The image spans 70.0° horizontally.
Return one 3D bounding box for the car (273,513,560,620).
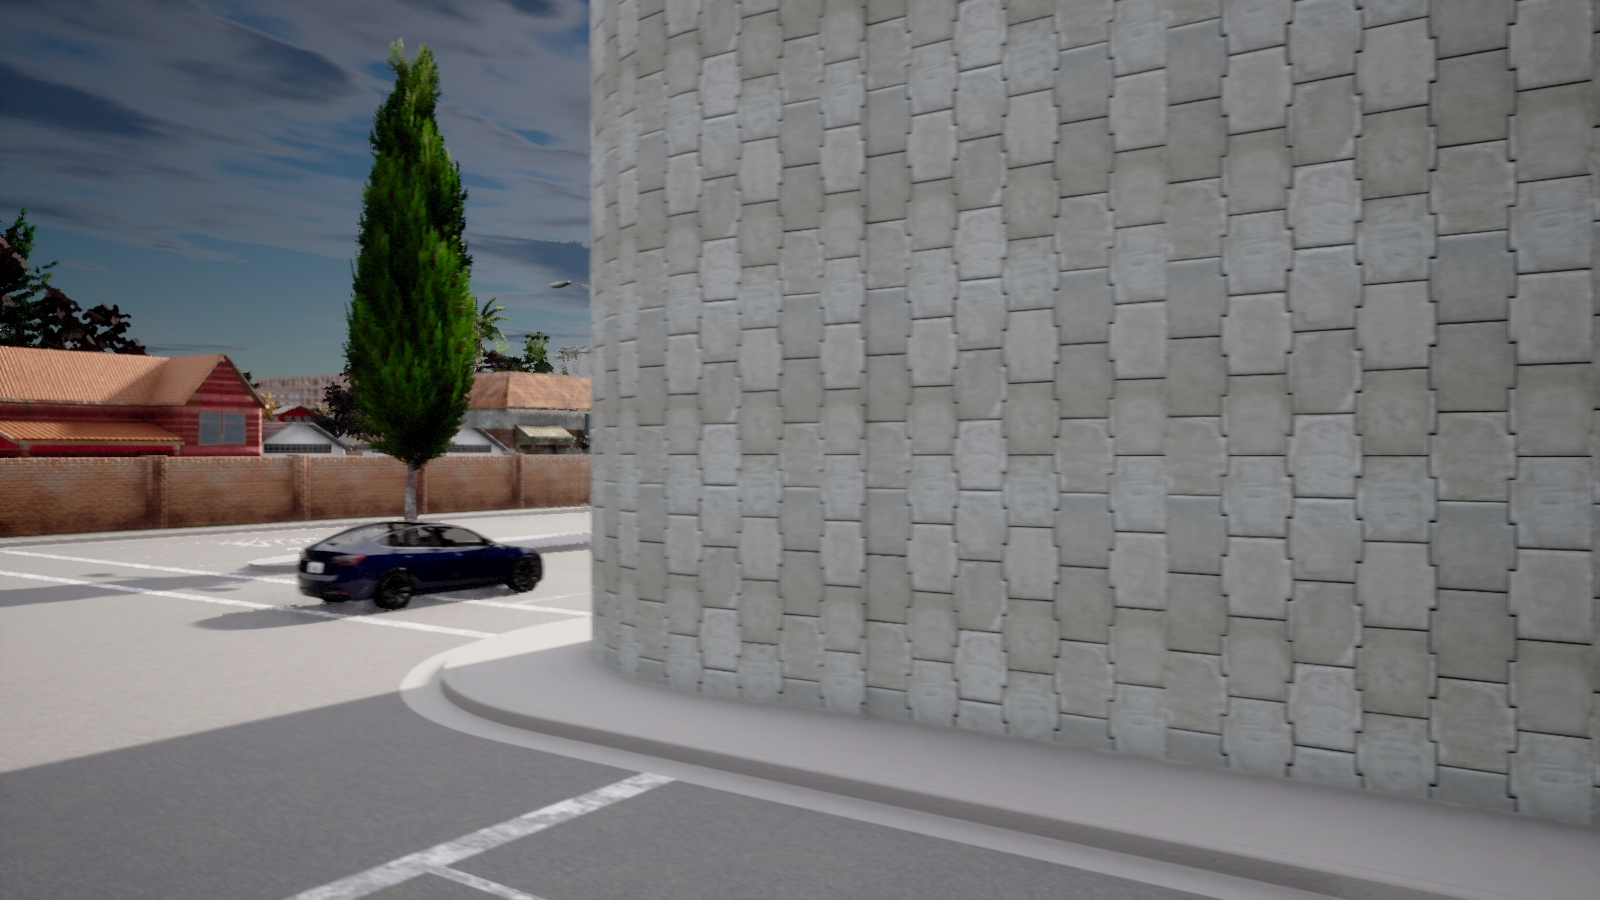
[{"bbox_3d":[-7.060,2.071,21.556,2.163,1.488,4.792,0,0,34],"label":"car"}]
